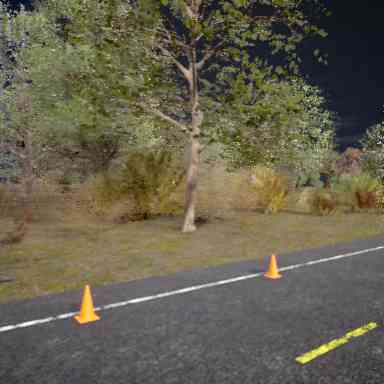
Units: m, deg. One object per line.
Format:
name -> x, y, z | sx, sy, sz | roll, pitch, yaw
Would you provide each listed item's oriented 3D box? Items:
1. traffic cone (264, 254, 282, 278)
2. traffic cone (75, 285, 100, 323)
traffic cone -> 2.166, 1.940, 8.845 | 0.340, 0.580, 0.340 | 0, 0, -36
traffic cone -> -1.860, 1.955, 5.921 | 0.340, 0.580, 0.340 | 0, 0, -36
